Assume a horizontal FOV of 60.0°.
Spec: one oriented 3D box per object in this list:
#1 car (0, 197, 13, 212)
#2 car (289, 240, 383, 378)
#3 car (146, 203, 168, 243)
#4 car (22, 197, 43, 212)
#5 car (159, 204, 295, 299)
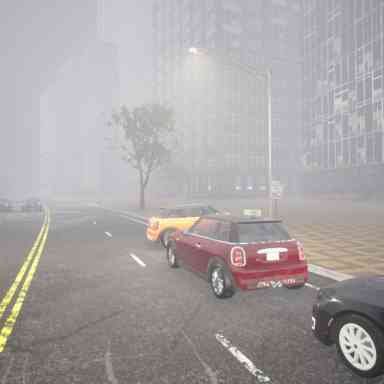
[{"bbox_3d":[-21.832,1.390,38.052,2.097,1.767,4.553,0,0,-24],"label":"car"},{"bbox_3d":[3.614,1.505,3.383,1.837,1.490,4.892,0,0,-36],"label":"car"},{"bbox_3d":[0.363,1.276,14.452,4.553,1.767,2.097,-3,1,-18],"label":"car"},{"bbox_3d":[-18.864,1.393,39.376,2.097,1.767,4.553,0,0,-24],"label":"car"},{"bbox_3d":[0.874,1.355,8.851,2.097,1.767,4.553,0,0,-22],"label":"car"}]
